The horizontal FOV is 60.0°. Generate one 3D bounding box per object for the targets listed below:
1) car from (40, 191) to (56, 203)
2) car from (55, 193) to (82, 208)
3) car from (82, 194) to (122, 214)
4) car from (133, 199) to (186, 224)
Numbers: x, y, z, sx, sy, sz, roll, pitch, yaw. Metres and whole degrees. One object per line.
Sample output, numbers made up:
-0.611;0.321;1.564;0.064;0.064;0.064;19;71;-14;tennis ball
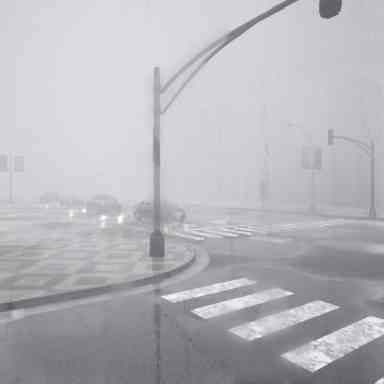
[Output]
-20.080;0.661;47.170;2.097;1.767;4.553;0;1;-35;car
-13.939;1.068;38.568;1.895;1.301;4.718;0;1;-36;car
-8.093;0.964;30.437;2.097;1.767;4.553;0;1;-36;car
-2.272;1.244;22.351;2.128;1.511;4.902;0;1;-36;car
